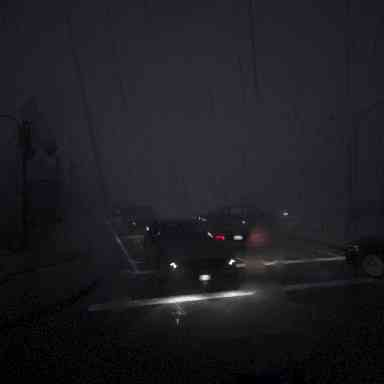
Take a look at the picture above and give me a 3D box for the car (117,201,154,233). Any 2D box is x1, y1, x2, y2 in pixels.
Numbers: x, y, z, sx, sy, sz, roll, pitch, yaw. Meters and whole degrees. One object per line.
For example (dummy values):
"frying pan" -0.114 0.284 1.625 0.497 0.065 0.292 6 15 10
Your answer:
"car" -3.089 1.529 19.937 2.033 1.411 5.357 0 0 -17

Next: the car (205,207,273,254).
"car" 1.354 1.538 13.388 2.033 1.411 5.357 0 0 -4

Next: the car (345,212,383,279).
"car" 6.522 1.475 8.224 5.008 1.535 1.882 0 0 40

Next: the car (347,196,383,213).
"car" 15.622 1.356 29.164 1.970 1.475 3.806 0 0 -17

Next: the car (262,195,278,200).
"car" 10.402 1.278 47.086 2.152 1.636 5.027 0 0 -17

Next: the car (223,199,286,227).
"car" 2.857 1.467 19.893 5.357 1.411 2.033 -3 1 -15

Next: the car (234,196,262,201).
"car" 7.412 1.288 46.134 2.007 1.523 4.514 0 0 -17

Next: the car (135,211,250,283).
"car" -0.371 1.543 10.098 2.033 1.411 5.357 0 0 -15

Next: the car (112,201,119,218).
"car" -6.233 1.515 30.094 2.033 1.411 5.357 0 0 -17

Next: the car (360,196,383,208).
"car" 23.953 1.274 43.138 1.845 1.501 3.633 0 0 -17
